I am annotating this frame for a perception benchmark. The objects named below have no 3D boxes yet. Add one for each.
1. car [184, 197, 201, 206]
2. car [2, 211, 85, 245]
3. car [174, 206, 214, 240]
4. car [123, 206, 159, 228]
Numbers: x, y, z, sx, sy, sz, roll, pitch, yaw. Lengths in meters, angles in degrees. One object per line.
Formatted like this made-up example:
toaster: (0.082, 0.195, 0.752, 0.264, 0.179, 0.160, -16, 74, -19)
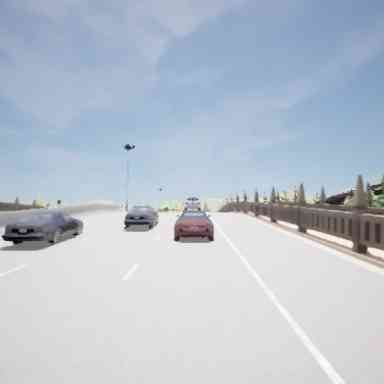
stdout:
car: (0.098, 1.740, 45.180, 2.150, 2.045, 5.566, 0, -3, 0)
car: (-6.900, 1.629, 16.075, 2.033, 1.411, 5.357, 0, 0, 0)
car: (0.100, 1.654, 17.563, 1.994, 1.385, 4.181, 0, 0, 0)
car: (-3.401, 1.664, 22.973, 2.033, 1.411, 5.357, 0, 0, 0)
